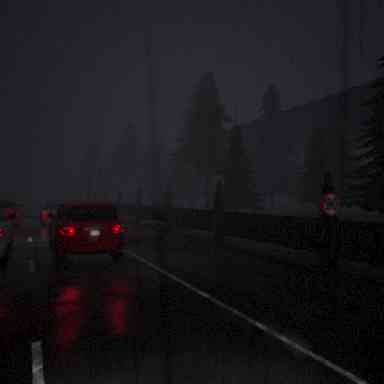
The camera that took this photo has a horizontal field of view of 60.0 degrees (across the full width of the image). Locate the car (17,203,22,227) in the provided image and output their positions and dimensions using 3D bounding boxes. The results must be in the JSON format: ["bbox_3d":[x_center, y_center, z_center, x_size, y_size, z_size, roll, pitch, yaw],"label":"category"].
[{"bbox_3d":[-13.954,1.502,24.659,2.150,2.045,5.566,0,0,-26],"label":"car"}]

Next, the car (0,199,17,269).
[{"bbox_3d":[-7.326,1.351,11.200,2.150,2.045,5.566,0,0,-26],"label":"car"}]

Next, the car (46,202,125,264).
[{"bbox_3d":[-4.181,1.372,12.735,2.150,2.045,5.566,0,0,-26],"label":"car"}]

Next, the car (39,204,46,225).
[{"bbox_3d":[-11.179,1.659,26.965,2.097,1.767,4.553,0,-1,-26],"label":"car"}]
